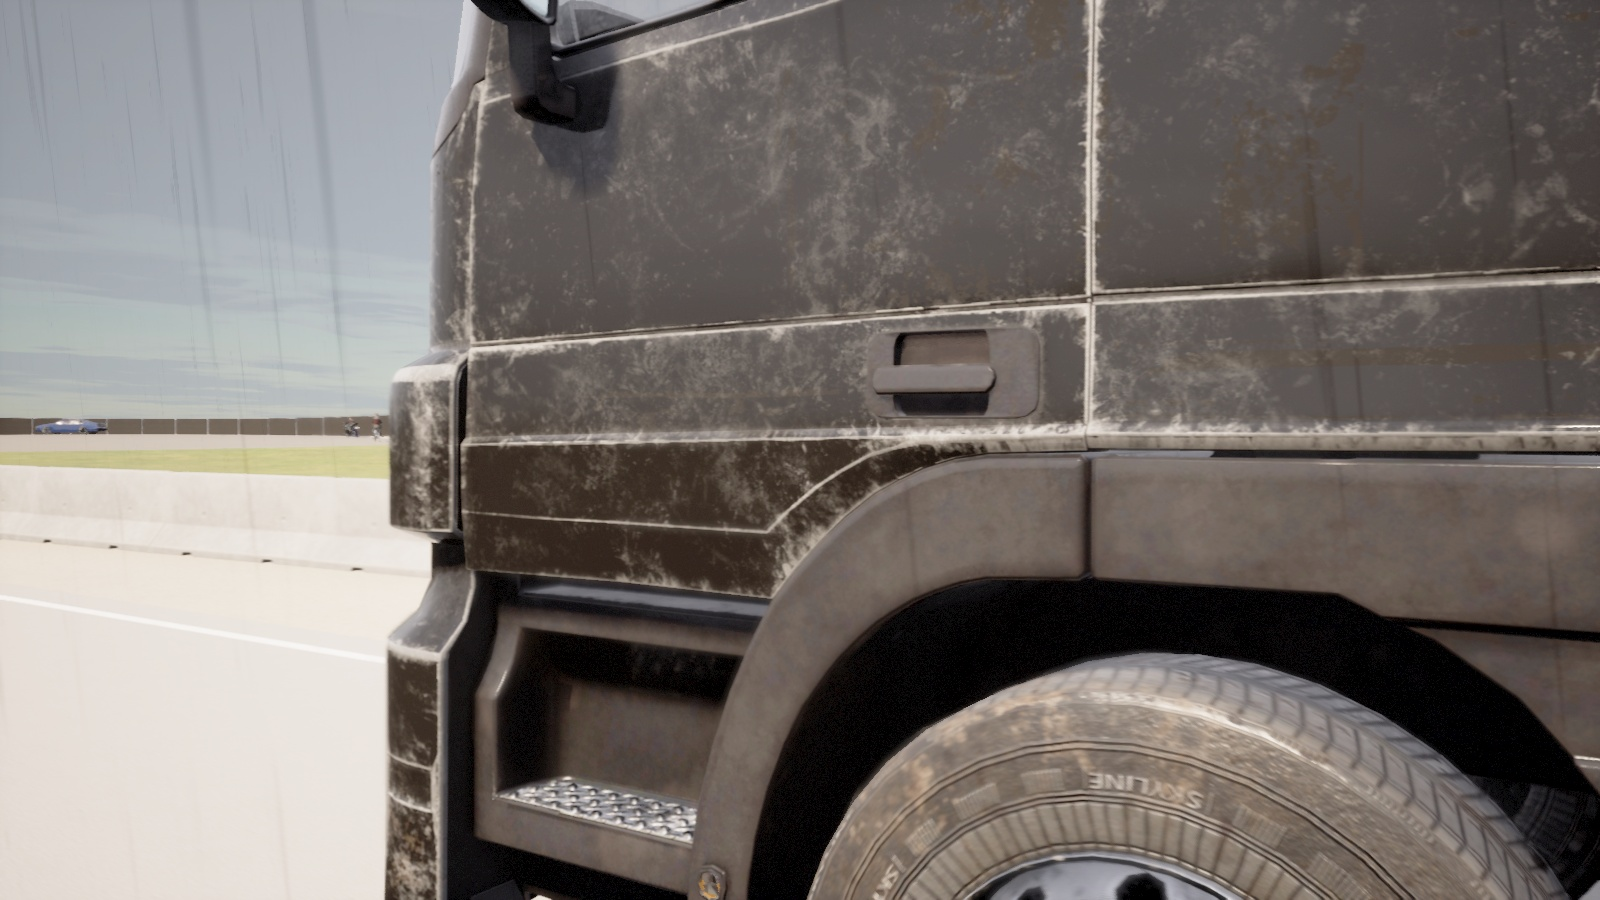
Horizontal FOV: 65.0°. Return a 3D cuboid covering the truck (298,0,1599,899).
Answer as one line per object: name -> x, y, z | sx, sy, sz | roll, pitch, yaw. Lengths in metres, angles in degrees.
truck -> 3.101, -0.300, 1.544 | 7.936, 3.462, 2.891 | 0, 1, 34
